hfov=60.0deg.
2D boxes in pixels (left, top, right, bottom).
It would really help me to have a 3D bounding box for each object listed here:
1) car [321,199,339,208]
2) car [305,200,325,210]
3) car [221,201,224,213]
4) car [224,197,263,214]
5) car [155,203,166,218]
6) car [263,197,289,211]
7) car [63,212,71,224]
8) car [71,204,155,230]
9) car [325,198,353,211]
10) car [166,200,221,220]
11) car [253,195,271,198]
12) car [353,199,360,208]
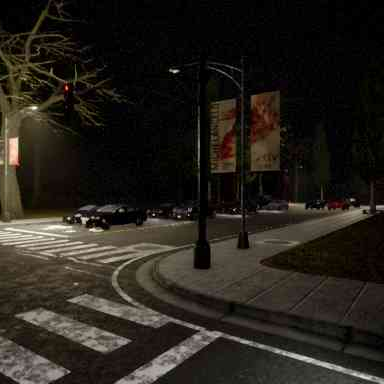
[{"bbox_3d":[23.481,1.915,56.354,1.812,1.442,4.674,0,-1,35],"label":"car"},{"bbox_3d":[17.796,1.823,48.247,1.812,1.442,4.674,0,0,35],"label":"car"},{"bbox_3d":[3.821,1.776,40.013,1.895,1.301,4.718,0,0,35],"label":"car"},{"bbox_3d":[5.878,1.679,37.283,1.837,1.490,4.892,0,0,35],"label":"car"},{"bbox_3d":[-1.903,1.666,31.861,2.033,1.411,5.357,0,0,35],"label":"car"},{"bbox_3d":[11.823,1.771,45.678,1.812,1.442,4.674,0,0,36],"label":"car"},{"bbox_3d":[-7.228,1.637,24.312,1.994,1.385,4.181,0,0,36],"label":"car"},{"bbox_3d":[-5.016,1.566,21.793,2.128,1.511,4.902,0,0,35],"label":"car"},{"bbox_3d":[20.617,1.658,46.614,2.097,1.767,4.553,0,0,35],"label":"car"},{"bbox_3d":[0.229,1.472,29.252,2.097,1.767,4.553,0,0,35],"label":"car"},{"bbox_3d":[9.899,1.471,48.582,2.150,2.045,5.566,0,0,38],"label":"car"},{"bbox_3d":[26.370,1.891,54.801,2.128,1.511,4.902,0,-1,35],"label":"car"}]
